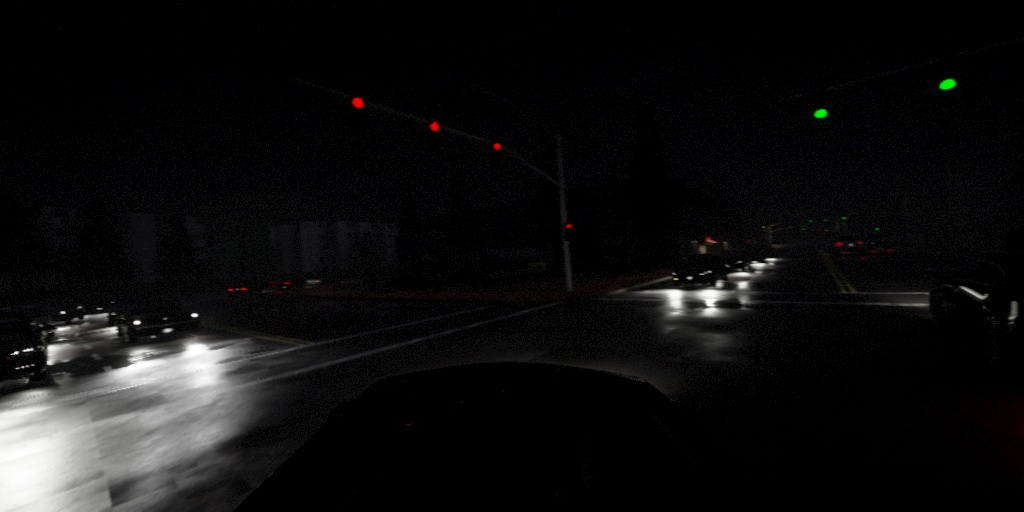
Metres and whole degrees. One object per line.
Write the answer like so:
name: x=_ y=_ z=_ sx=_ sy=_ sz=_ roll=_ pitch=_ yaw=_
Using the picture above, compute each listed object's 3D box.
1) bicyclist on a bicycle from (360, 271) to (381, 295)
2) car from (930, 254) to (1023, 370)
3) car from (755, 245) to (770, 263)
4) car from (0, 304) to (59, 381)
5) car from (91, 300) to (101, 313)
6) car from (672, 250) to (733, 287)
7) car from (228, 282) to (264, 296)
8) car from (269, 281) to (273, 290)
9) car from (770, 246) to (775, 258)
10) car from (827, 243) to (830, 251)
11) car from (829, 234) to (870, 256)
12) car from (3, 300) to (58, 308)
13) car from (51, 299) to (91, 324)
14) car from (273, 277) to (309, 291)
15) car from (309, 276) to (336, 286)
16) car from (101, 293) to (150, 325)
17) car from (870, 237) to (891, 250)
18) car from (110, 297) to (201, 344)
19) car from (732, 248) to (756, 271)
bicyclist on a bicycle: x=-9.893 y=1.890 z=25.048 sx=0.582 sy=1.620 sz=1.656 roll=-4 pitch=-1 yaw=37
car: x=8.271 y=0.692 z=5.542 sx=2.128 sy=1.511 sz=4.902 roll=-4 pitch=0 yaw=40
car: x=22.590 y=-0.039 z=33.798 sx=1.994 sy=1.385 sz=4.181 roll=-4 pitch=-1 yaw=41
car: x=-12.298 y=2.137 z=8.318 sx=4.902 sy=1.511 sz=2.128 roll=-4 pitch=0 yaw=38
car: x=-32.559 y=3.791 z=29.303 sx=1.895 sy=1.301 sz=4.718 roll=-4 pitch=0 yaw=-28
car: x=9.818 y=0.686 z=18.599 sx=1.837 sy=1.490 sz=4.892 roll=-4 pitch=0 yaw=40
car: x=-29.424 y=3.591 z=39.756 sx=2.033 sy=1.411 sz=5.357 roll=-4 pitch=0 yaw=-18
car: x=-31.792 y=3.754 z=50.144 sx=1.882 sy=1.535 sz=5.008 roll=-4 pitch=0 yaw=-4
car: x=29.151 y=-0.501 z=41.573 sx=1.837 sy=1.490 sz=4.892 roll=-4 pitch=0 yaw=40
car: x=42.377 y=-1.385 z=46.499 sx=1.837 sy=1.490 sz=4.892 roll=-4 pitch=0 yaw=40
car: x=33.147 y=-1.103 z=35.329 sx=2.150 sy=2.045 sz=5.566 roll=-4 pitch=0 yaw=40
car: x=-19.509 y=2.709 z=14.045 sx=4.674 sy=1.442 sz=1.812 roll=-4 pitch=0 yaw=40
car: x=-26.803 y=3.261 z=20.976 sx=1.812 sy=1.442 sz=4.674 roll=-4 pitch=-1 yaw=-40
car: x=-26.946 y=3.403 z=43.851 sx=1.837 sy=1.490 sz=4.892 roll=-4 pitch=0 yaw=-15
car: x=-28.389 y=3.665 z=53.673 sx=1.895 sy=1.301 sz=4.718 roll=-4 pitch=0 yaw=2
car: x=-20.923 y=2.868 z=19.825 sx=5.357 sy=1.411 sz=2.033 roll=-4 pitch=-1 yaw=43
car: x=44.843 y=-1.552 z=44.000 sx=1.812 sy=1.442 sz=4.674 roll=-4 pitch=0 yaw=40
car: x=-13.573 y=2.371 z=13.683 sx=4.718 sy=1.301 sz=1.895 roll=-4 pitch=0 yaw=38
car: x=16.120 y=0.320 z=26.124 sx=1.812 sy=1.442 sz=4.674 roll=-4 pitch=-1 yaw=40
